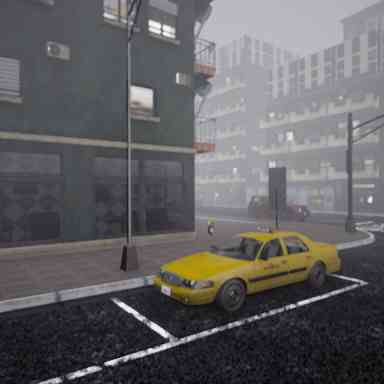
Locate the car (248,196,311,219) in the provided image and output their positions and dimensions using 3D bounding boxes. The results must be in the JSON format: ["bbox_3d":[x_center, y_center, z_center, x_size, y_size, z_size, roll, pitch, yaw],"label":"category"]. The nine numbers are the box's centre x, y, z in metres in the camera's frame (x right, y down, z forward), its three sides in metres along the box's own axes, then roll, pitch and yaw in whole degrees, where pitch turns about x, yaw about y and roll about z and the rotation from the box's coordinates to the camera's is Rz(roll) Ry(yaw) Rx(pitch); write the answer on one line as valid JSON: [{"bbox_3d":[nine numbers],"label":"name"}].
[{"bbox_3d":[6.475,1.202,25.403,2.192,1.841,5.009,0,0,-36],"label":"car"}]

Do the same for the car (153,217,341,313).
[{"bbox_3d":[1.474,1.508,7.611,4.829,1.417,1.752,0,0,-35],"label":"car"}]

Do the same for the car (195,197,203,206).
[{"bbox_3d":[-0.025,1.378,48.673,1.802,1.307,4.206,0,0,-36],"label":"car"}]
